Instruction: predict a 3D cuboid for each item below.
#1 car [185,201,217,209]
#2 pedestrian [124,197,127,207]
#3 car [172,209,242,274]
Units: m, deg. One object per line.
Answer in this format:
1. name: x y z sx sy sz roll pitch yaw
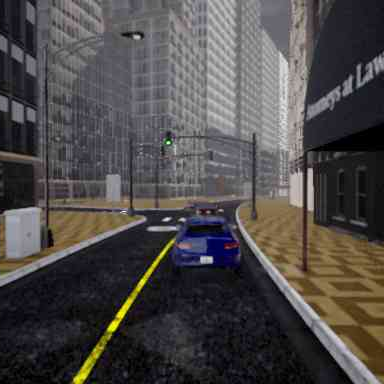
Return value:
1. car: 0.651 1.373 24.725 2.033 1.411 5.357 0 0 -9
2. pedestrian: -7.336 1.080 36.708 0.500 1.100 0.500 0 0 21
3. car: 0.442 1.452 10.217 1.812 1.442 4.674 0 0 2
